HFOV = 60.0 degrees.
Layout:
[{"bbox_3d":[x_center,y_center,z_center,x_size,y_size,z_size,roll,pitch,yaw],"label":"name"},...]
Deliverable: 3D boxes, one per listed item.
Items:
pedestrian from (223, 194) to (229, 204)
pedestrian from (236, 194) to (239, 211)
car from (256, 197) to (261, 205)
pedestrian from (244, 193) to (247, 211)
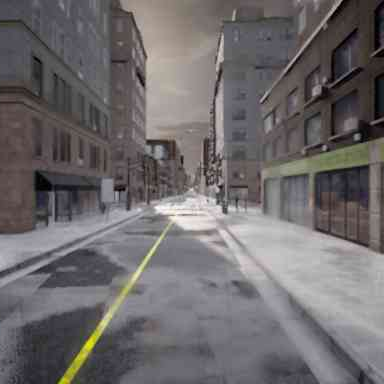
[{"bbox_3d":[3.635,1.092,35.633,0.375,1.860,0.375,0,0,0],"label":"pedestrian"},{"bbox_3d":[4.635,1.082,34.432,0.375,1.860,0.375,0,0,0],"label":"pedestrian"},{"bbox_3d":[12.084,1.047,49.269,5.009,1.841,2.192,-1,1,0],"label":"car"},{"bbox_3d":[5.635,1.065,35.032,0.375,1.860,0.375,0,0,0],"label":"pedestrian"}]
